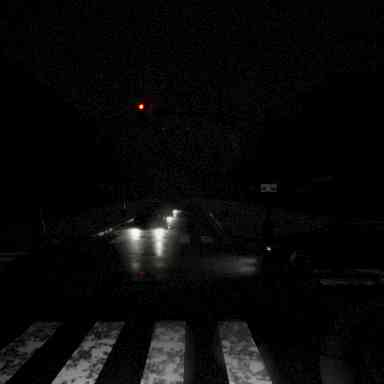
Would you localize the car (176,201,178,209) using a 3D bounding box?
[{"bbox_3d":[-2.906,1.531,43.491,1.837,1.490,4.892,0,0,0],"label":"car"}]

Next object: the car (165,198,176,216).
[{"bbox_3d":[-2.905,1.497,33.408,1.882,1.535,5.008,0,0,0],"label":"car"}]

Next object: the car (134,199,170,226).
[{"bbox_3d":[-2.893,1.491,23.939,1.882,1.535,5.008,0,0,0],"label":"car"}]

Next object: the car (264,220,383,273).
[{"bbox_3d":[4.831,1.532,9.723,5.357,1.411,2.033,0,0,12],"label":"car"}]
